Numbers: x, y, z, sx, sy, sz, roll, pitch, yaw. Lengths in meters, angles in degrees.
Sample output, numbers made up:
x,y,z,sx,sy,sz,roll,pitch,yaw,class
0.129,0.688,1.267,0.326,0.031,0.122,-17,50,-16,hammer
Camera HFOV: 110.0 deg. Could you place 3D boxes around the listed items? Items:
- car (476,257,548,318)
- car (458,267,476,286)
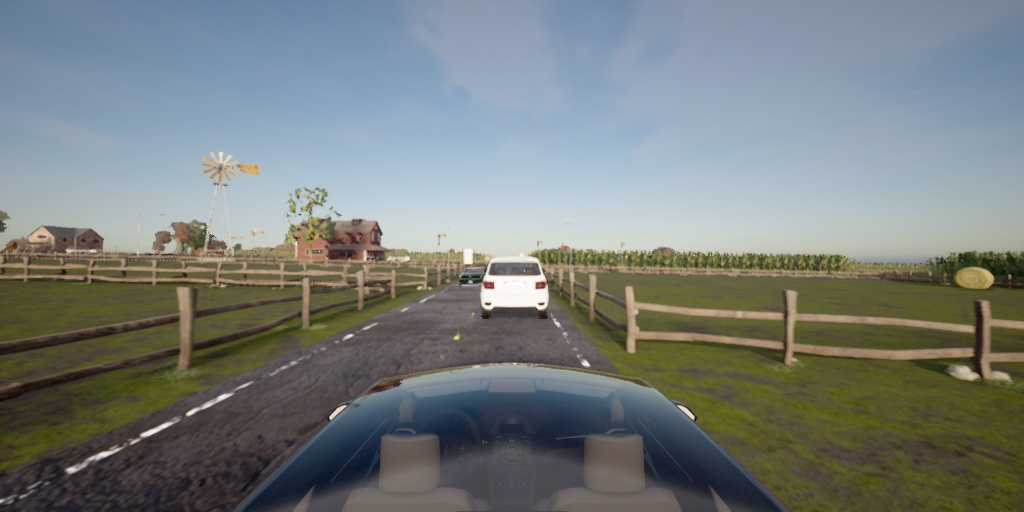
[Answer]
x,y,z,sx,sy,sz,roll,pitch,yaw,class
0.089,1.040,13.368,2.150,2.045,5.566,0,0,0,car
-2.846,1.497,26.878,1.895,1.301,4.718,0,0,0,car
